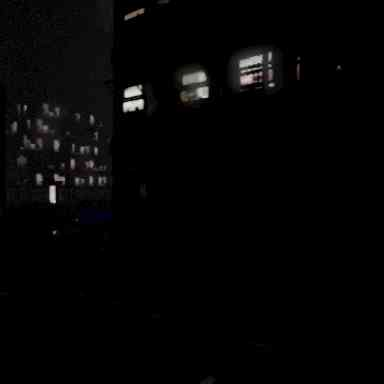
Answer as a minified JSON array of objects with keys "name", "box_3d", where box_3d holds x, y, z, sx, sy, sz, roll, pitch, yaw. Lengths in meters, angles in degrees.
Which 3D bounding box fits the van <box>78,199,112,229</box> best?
[{"name":"van","box_3d":[-5.341,1.354,21.418,1.690,1.788,3.998,1,1,35]}]

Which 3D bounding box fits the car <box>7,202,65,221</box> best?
[{"name":"car","box_3d":[-12.175,1.446,26.275,1.947,1.339,4.313,1,1,35]}]
